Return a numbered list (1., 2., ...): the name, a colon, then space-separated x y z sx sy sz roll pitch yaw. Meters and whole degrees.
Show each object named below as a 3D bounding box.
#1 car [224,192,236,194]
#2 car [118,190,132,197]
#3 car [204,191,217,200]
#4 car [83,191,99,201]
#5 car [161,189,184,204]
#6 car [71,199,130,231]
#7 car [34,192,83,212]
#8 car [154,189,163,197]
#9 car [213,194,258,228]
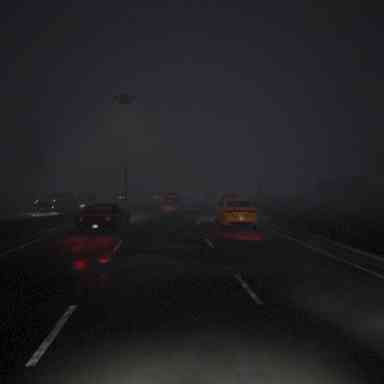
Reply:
1. car: 4.482 0.723 38.849 2.128 1.511 4.902 0 1 7
2. car: -13.809 0.255 68.928 1.994 1.385 4.181 0 1 8
3. car: 3.012 0.484 54.355 2.033 1.411 5.357 0 1 8
4. car: -13.810 0.693 43.215 2.128 1.511 4.902 0 1 8
5. car: -2.194 0.698 41.771 1.837 1.490 4.892 0 1 7
6. car: -4.582 1.266 17.821 1.895 1.301 4.718 0 1 -1
7. car: -12.148 0.803 30.012 2.097 1.767 4.553 0 1 9
8. car: -6.568 0.130 70.268 1.882 1.535 5.008 0 1 8
9. car: 2.430 1.103 18.836 1.882 1.535 5.008 0 1 0
